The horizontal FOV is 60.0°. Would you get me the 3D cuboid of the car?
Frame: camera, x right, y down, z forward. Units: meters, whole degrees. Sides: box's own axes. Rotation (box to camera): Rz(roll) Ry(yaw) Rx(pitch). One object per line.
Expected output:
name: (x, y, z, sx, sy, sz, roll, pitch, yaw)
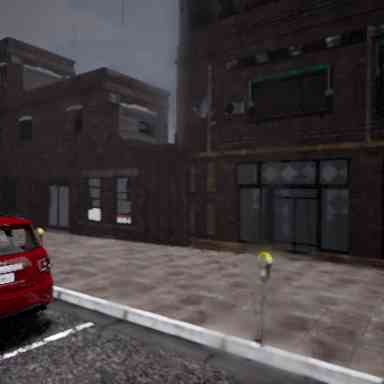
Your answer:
car: (-4.631, 1.335, 6.161, 5.009, 1.841, 2.192, 0, 1, 36)
